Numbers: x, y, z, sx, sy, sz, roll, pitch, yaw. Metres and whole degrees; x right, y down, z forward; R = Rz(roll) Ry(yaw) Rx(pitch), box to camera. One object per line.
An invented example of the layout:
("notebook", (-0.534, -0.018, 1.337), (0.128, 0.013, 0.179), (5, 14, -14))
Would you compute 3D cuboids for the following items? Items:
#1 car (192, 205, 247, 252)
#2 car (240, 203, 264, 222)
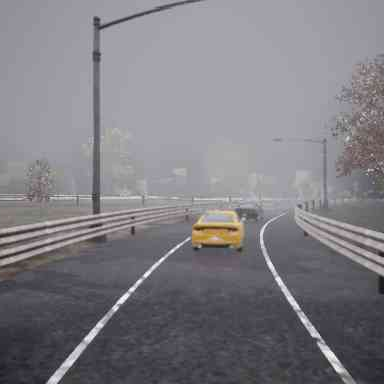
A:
("car", (1.242, 1.526, 14.248), (1.882, 1.535, 5.008), (0, 0, 10))
("car", (4.943, 1.657, 28.459), (1.882, 1.535, 5.008), (0, -1, 19))
